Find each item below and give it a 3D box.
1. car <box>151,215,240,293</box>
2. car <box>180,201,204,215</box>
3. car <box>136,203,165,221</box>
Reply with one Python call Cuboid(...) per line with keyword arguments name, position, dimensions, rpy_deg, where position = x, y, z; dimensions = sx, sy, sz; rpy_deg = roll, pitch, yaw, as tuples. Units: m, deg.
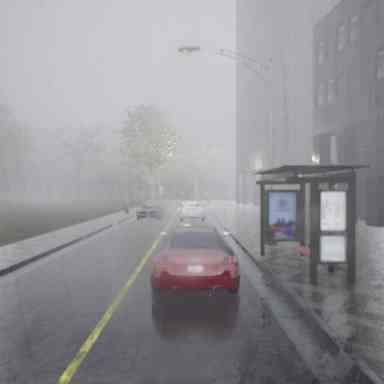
Cuboid(name="car", position=(0.069, 1.535, 8.794), dimensions=(1.994, 1.385, 4.181), rpy_deg=(0, 0, 0))
Cuboid(name="car", position=(0.011, 1.452, 26.126), dimensions=(1.812, 1.442, 4.674), rpy_deg=(0, 0, 0))
Cuboid(name="car", position=(-3.189, 1.527, 26.249), dimensions=(1.895, 1.301, 4.718), rpy_deg=(0, 0, 0))
